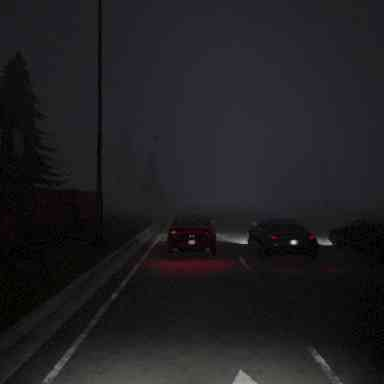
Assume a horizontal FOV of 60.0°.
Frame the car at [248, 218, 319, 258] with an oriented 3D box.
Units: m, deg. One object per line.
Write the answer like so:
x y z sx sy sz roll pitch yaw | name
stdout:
3.504 1.720 13.433 1.994 1.385 4.181 0 -1 0 | car

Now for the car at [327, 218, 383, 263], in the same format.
6.995 1.693 12.527 2.033 1.411 5.357 0 -1 0 | car

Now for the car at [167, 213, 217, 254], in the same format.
-0.001 1.642 14.249 1.882 1.535 5.008 0 0 0 | car
